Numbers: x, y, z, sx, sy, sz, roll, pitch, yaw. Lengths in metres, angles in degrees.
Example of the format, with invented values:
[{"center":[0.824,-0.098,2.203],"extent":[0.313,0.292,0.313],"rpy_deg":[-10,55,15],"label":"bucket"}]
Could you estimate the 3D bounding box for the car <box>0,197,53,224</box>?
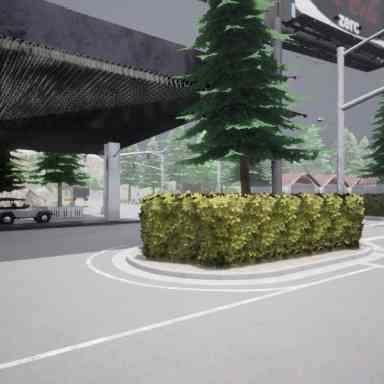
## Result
[{"center":[-11.996,1.313,23.467],"extent":[3.866,1.878,1.905],"rpy_deg":[0,0,-36],"label":"car"}]
